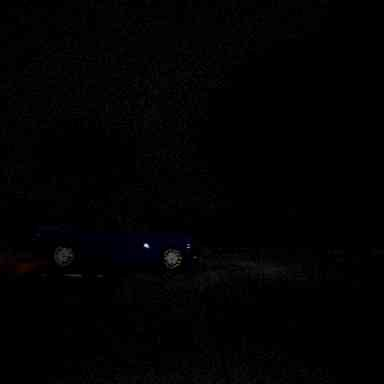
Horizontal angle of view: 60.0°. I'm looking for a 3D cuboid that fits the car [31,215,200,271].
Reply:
[{"bbox_3d":[-2.248,1.502,10.404,5.008,1.535,1.882,2,-4,-6],"label":"car"}]
